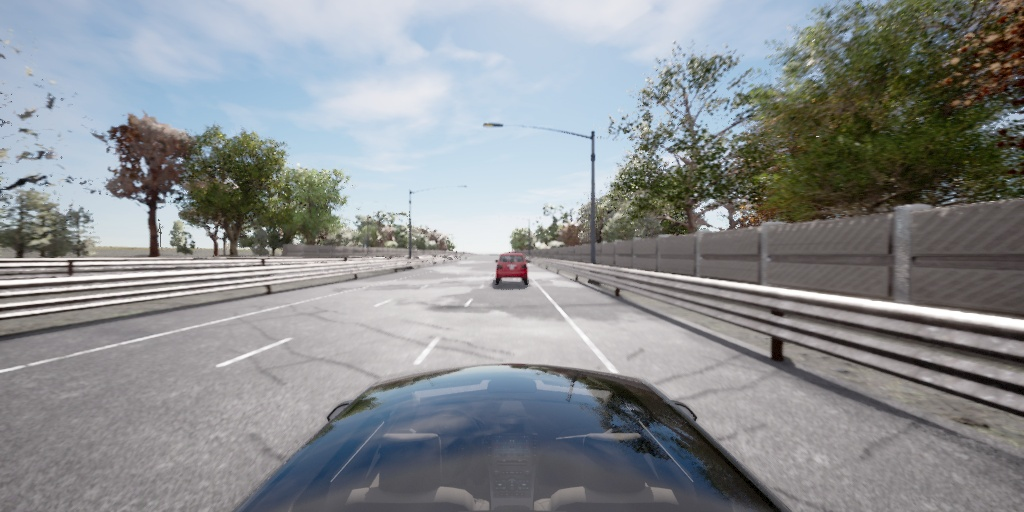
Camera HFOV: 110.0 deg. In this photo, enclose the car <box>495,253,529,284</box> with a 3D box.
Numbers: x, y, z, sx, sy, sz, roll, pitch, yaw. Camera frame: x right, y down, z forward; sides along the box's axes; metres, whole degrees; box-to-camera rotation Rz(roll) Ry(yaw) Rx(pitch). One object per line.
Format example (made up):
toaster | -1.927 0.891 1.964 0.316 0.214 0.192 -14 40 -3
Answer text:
car | -0.025 0.824 24.966 2.150 2.045 5.566 0 0 0
